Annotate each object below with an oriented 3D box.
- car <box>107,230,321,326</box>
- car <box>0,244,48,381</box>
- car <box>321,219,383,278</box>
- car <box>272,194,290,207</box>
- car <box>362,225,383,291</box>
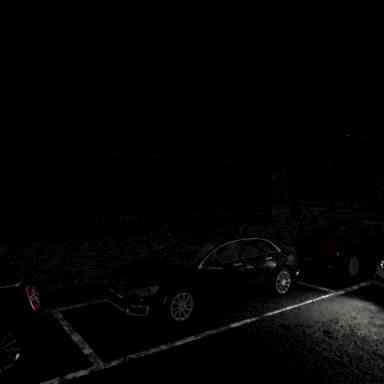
[{"bbox_3d":[0.447,1.551,6.970,4.403,1.369,2.008,0,0,-36],"label":"car"},{"bbox_3d":[-3.995,1.440,3.800,4.097,1.590,1.967,0,0,-36],"label":"car"},{"bbox_3d":[4.889,1.545,10.139,4.507,1.381,1.887,0,0,-36],"label":"car"},{"bbox_3d":[10.663,0.991,40.539,2.128,1.511,4.902,0,1,-36],"label":"car"},{"bbox_3d":[6.128,1.526,7.732,4.674,1.442,1.812,0,0,-35],"label":"car"}]
